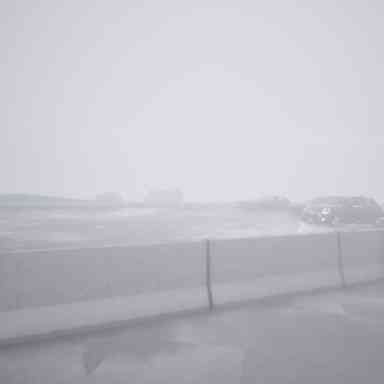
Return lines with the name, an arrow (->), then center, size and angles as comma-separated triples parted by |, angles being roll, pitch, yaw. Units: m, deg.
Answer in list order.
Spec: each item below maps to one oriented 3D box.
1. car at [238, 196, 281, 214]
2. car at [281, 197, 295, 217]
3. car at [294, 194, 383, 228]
car -> 5.890, 0.972, 25.358 | 4.718, 1.301, 1.895 | 1, 2, -20
car -> 8.960, 1.017, 22.734 | 5.008, 1.535, 1.882 | 1, 2, -20
car -> 8.531, 0.998, 18.842 | 4.553, 1.767, 2.097 | 1, 2, -20
